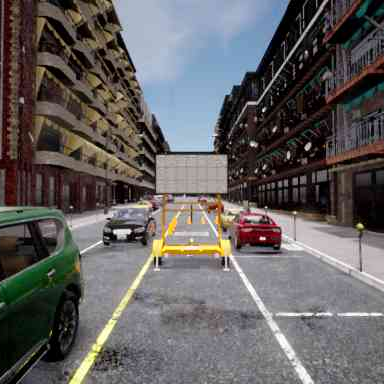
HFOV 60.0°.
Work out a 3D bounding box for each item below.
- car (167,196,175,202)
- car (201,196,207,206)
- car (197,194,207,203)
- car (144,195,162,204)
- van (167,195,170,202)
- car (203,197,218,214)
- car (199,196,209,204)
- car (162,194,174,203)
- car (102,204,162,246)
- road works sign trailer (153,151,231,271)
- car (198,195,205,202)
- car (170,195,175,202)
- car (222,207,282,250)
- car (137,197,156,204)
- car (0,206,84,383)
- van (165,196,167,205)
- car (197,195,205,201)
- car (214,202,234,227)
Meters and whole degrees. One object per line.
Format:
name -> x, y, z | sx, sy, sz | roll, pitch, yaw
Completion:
car -> -5.403, 1.819, 86.253 | 1.947, 1.339, 4.313 | 1, 0, 0
car -> 2.534, 1.628, 41.956 | 2.008, 1.369, 4.403 | 1, 0, 0
car -> 2.456, 1.541, 80.673 | 2.192, 1.841, 5.009 | 1, 0, 0
car -> -5.340, 1.392, 42.010 | 2.192, 1.841, 5.009 | 2, 0, 0
van -> -5.362, 1.472, 58.601 | 1.690, 1.788, 3.998 | 1, 0, 0
car -> 2.541, 1.608, 36.425 | 1.887, 1.381, 4.507 | 1, 0, 0
car -> 2.509, 1.616, 69.610 | 1.967, 1.590, 4.097 | 1, 0, 0
car -> -5.383, 1.516, 75.191 | 2.192, 1.841, 5.009 | 1, 0, 0
car -> -2.771, 1.509, 15.498 | 2.128, 1.511, 4.902 | 0, 0, 0
road works sign trailer -> -0.012, 0.475, 10.965 | 2.380, 3.560, 2.880 | 0, 0, 0
car -> 2.513, 1.676, 58.548 | 1.887, 1.381, 4.507 | 1, 0, 0
car -> -5.376, 1.492, 69.661 | 2.192, 1.841, 5.009 | 1, 0, 0
car -> 2.569, 1.561, 14.302 | 1.887, 1.381, 4.507 | 1, 0, 0
car -> -5.338, 1.588, 36.308 | 1.752, 1.417, 4.829 | 2, 0, 0
car -> -2.745, 1.224, 3.003 | 2.150, 2.045, 5.566 | 0, 0, 0
van -> -5.355, 1.452, 53.069 | 1.690, 1.788, 3.998 | 2, 0, 0
car -> 2.439, 1.723, 91.735 | 1.967, 1.590, 4.097 | 1, 0, 0
car -> 2.562, 1.551, 20.004 | 1.752, 1.417, 4.829 | 1, 0, 0
